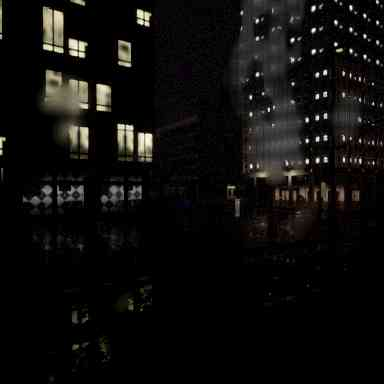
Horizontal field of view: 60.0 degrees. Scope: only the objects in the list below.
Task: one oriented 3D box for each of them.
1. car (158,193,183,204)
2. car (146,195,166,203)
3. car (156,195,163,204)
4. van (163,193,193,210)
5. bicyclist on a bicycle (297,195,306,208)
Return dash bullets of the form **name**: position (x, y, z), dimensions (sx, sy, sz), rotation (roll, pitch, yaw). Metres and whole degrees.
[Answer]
- **car**: position (-3.842, 1.035, 58.721), dimensions (2.192, 1.841, 5.009), rotation (0, 0, -34)
- **car**: position (-6.954, 1.238, 63.305), dimensions (1.887, 1.381, 4.507), rotation (0, 0, -34)
- **car**: position (-5.517, 1.293, 56.566), dimensions (2.033, 1.411, 5.357), rotation (-1, 1, -34)
- **van**: position (-1.440, 1.210, 40.266), dimensions (1.690, 1.788, 3.998), rotation (0, 0, -34)
- **bicyclist on a bicycle**: position (12.950, 1.117, 39.221), dimensions (1.656, 1.620, 0.582), rotation (-1, 1, -34)
